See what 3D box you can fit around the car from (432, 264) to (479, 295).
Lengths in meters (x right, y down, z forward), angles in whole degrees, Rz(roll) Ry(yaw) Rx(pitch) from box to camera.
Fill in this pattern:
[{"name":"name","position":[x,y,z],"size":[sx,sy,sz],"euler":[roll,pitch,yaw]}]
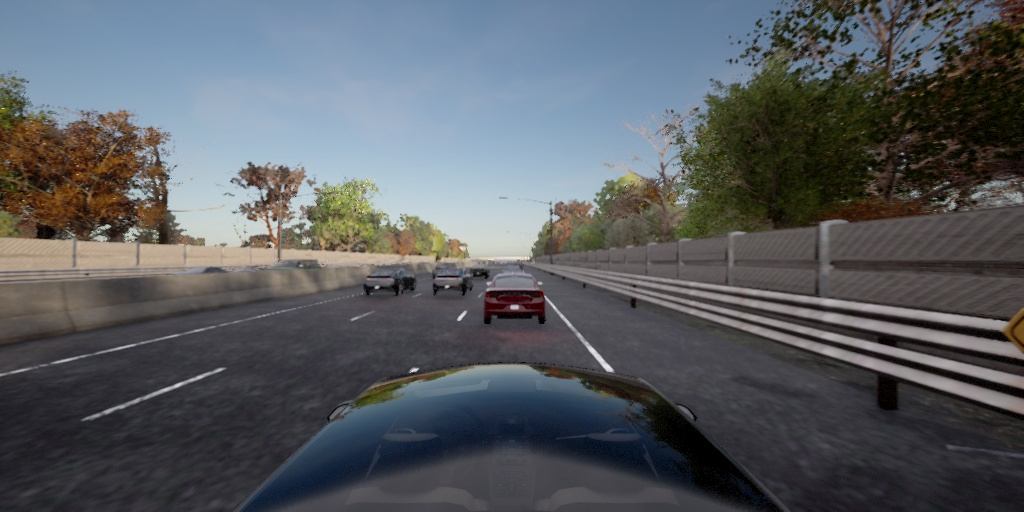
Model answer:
[{"name":"car","position":[-3.408,1.438,21.306],"size":[2.128,1.511,4.902],"euler":[0,-1,0]}]

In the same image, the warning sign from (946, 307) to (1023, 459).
[{"name":"warning sign","position":[4.549,0.877,2.868],"size":[1.300,1.860,1.060],"euler":[0,0,0]}]

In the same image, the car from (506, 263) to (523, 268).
[{"name":"car","position":[0.088,1.604,31.644],"size":[2.033,1.411,5.357],"euler":[0,-1,0]}]

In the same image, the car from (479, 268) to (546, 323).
[{"name":"car","position":[0.086,1.335,12.685],"size":[1.882,1.535,5.008],"euler":[0,-1,0]}]

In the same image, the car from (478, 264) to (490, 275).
[{"name":"car","position":[-3.414,1.610,38.618],"size":[1.882,1.535,5.008],"euler":[0,-1,0]}]

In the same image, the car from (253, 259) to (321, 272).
[{"name":"car","position":[-17.610,1.248,28.928],"size":[2.150,2.045,5.566],"euler":[0,-1,0]}]

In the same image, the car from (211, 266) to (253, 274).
[{"name":"car","position":[-21.107,1.520,29.089],"size":[2.128,1.511,4.902],"euler":[0,-1,0]}]

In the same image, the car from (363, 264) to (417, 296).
[{"name":"car","position":[-6.908,1.432,20.795],"size":[2.128,1.511,4.902],"euler":[0,-1,0]}]

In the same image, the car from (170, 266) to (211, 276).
[{"name":"car","position":[-24.607,1.547,28.496],"size":[1.812,1.442,4.674],"euler":[0,-1,0]}]
